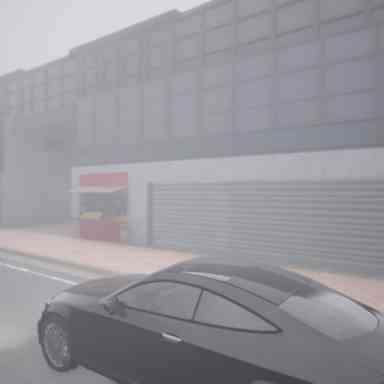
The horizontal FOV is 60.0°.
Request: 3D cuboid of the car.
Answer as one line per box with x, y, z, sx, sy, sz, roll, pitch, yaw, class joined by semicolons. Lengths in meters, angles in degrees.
0.092;1.524;3.950;4.674;1.442;1.812;0;0;35;car
